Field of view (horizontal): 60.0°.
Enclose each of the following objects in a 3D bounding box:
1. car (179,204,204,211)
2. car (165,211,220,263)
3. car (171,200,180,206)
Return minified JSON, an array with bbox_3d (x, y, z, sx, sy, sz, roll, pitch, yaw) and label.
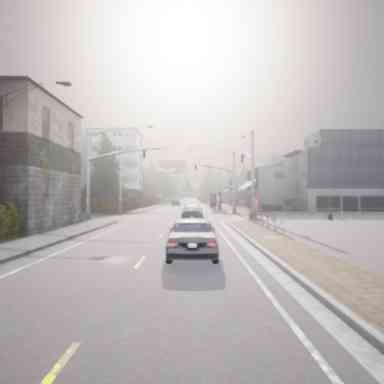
[{"bbox_3d":[0.030,1.821,28.888,1.812,1.442,4.674,0,0,1],"label":"car"},{"bbox_3d":[0.014,1.677,12.532,2.033,1.411,5.357,0,-1,0],"label":"car"},{"bbox_3d":[-3.487,2.313,70.450,1.895,1.301,4.718,0,-1,0],"label":"car"}]
